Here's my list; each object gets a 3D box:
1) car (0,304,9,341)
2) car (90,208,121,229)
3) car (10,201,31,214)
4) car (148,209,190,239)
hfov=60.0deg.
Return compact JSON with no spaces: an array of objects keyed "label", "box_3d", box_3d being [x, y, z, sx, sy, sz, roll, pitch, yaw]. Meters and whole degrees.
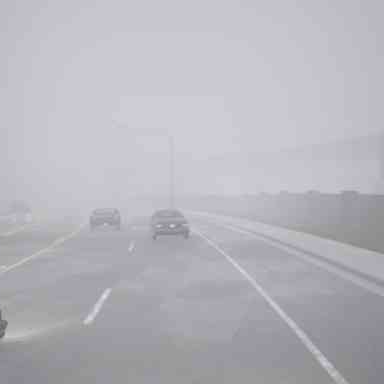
[{"label":"car","box_3d":[-3.430,1.562,2.134,2.033,1.411,5.357,0,0,-1]},{"label":"car","box_3d":[-5.851,1.717,22.789,1.895,1.301,4.718,0,0,-12]},{"label":"car","box_3d":[-20.737,1.855,40.098,1.837,1.490,4.892,0,-1,-35]},{"label":"car","box_3d":[-1.322,1.616,17.827,2.033,1.411,5.357,0,0,-9]}]
